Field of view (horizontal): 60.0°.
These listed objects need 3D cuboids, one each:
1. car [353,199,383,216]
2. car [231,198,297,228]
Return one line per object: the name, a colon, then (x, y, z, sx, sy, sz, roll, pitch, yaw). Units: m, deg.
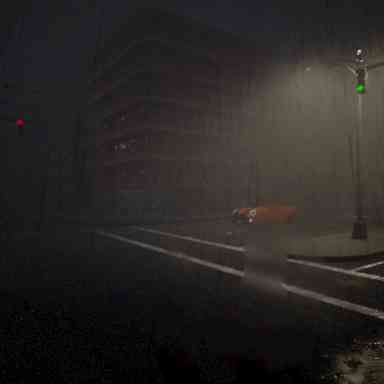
car: (16.733, 1.313, 30.056, 5.357, 1.411, 2.033, -1, 0, -35)
car: (4.686, 1.231, 21.466, 4.553, 1.767, 2.097, 0, 0, -35)
